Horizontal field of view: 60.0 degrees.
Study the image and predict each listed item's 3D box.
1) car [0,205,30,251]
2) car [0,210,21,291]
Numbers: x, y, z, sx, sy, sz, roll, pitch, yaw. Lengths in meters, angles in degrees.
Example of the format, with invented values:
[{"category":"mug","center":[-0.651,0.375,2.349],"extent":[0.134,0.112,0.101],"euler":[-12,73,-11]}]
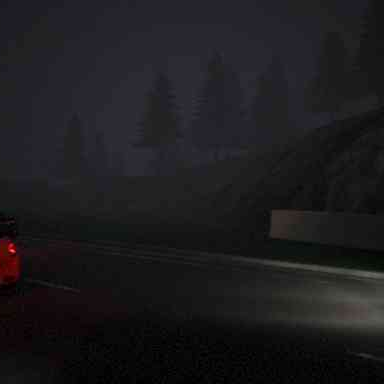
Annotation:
[{"category":"car","center":[-8.906,1.330,13.285],"extent":[4.902,1.511,2.128],"euler":[0,1,33]},{"category":"car","center":[-5.942,1.260,7.355],"extent":[4.553,1.767,2.097],"euler":[0,1,31]}]
